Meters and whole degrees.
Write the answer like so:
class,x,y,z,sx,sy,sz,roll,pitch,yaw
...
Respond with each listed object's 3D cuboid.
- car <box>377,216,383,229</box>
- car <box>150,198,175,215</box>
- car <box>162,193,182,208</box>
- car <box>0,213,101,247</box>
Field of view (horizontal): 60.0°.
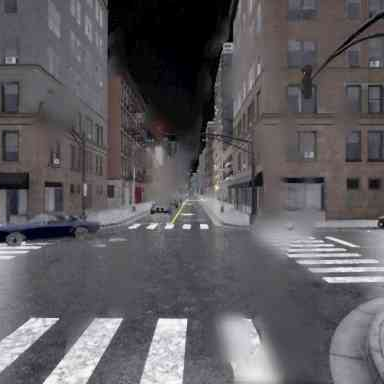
class,x,y,z,sx,sy,sz,roll,pitch,yaw
car,12.169,1.440,17.439,4.507,1.381,1.887,-1,0,1
car,-3.036,1.550,33.409,1.994,1.385,4.181,0,0,0
car,-3.007,1.185,47.220,2.150,2.045,5.566,0,0,0
car,-6.849,1.673,15.560,4.718,1.301,1.895,0,0,-44
